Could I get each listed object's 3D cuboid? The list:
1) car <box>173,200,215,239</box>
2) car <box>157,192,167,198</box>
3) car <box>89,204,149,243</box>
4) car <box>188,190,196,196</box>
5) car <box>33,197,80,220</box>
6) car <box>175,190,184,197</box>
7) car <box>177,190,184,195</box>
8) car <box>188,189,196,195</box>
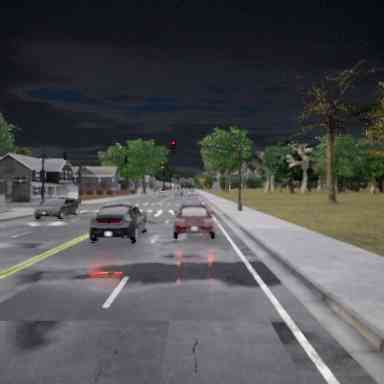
[{"bbox_3d":[0.102,1.303,15.925,1.812,1.442,4.674,0,0,0],"label":"car"},{"bbox_3d":[-6.498,0.567,72.101,1.895,1.301,4.718,0,1,0],"label":"car"},{"bbox_3d":[-3.149,1.295,14.939,1.837,1.490,4.892,0,1,0],"label":"car"},{"bbox_3d":[0.003,0.416,81.885,1.895,1.301,4.718,0,1,0],"label":"car"},{"bbox_3d":[-9.790,1.166,24.408,1.837,1.490,4.892,0,0,1],"label":"car"},{"bbox_3d":[-3.247,0.366,81.438,2.033,1.411,5.357,0,1,0],"label":"car"},{"bbox_3d":[-3.247,0.055,91.856,1.812,1.442,4.674,0,1,0],"label":"car"},{"bbox_3d":[0.003,0.056,91.855,2.128,1.511,4.902,0,1,0],"label":"car"}]
